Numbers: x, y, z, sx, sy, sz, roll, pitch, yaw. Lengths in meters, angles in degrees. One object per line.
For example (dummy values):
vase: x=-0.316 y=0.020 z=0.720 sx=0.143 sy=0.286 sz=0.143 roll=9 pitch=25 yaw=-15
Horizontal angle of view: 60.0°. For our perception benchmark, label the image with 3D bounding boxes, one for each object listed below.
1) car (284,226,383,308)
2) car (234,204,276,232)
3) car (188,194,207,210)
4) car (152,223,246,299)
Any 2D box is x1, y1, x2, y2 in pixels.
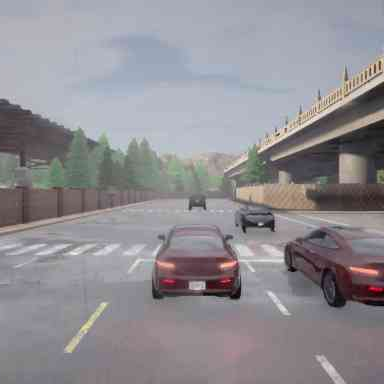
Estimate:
car: x=3.595 y=1.526 z=7.815 sx=1.812 sy=1.442 sz=4.674 roll=0 pitch=0 yaw=0
car: x=3.699 y=1.492 z=20.076 sx=2.128 sy=1.511 sz=4.902 roll=0 pitch=0 yaw=1
car: x=0.710 y=1.221 z=42.765 sx=2.150 sy=2.045 sz=5.566 roll=0 pitch=0 yaw=1
car: x=0.093 y=1.526 z=8.314 sx=1.812 sy=1.442 sz=4.674 roll=0 pitch=0 yaw=0
